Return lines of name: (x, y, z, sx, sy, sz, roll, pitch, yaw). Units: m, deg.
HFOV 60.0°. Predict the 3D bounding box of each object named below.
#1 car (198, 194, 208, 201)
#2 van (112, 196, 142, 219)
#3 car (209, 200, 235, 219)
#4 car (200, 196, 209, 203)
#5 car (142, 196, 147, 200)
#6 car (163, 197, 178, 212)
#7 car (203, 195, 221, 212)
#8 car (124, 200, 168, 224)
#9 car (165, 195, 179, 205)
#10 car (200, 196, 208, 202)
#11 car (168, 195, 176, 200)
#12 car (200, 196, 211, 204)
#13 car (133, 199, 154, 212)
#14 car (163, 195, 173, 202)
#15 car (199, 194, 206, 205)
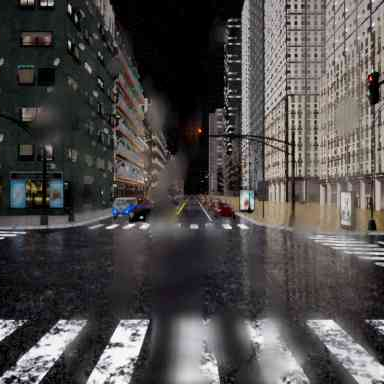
car: (2.737, 1.377, 83.725, 2.192, 1.841, 5.009, 0, 0, 0)
van: (-5.669, 1.352, 28.454, 1.690, 1.788, 3.998, 0, 0, 0)
car: (2.711, 1.593, 28.448, 1.802, 1.307, 4.206, 0, 0, 0)
car: (2.731, 1.593, 72.670, 1.887, 1.381, 4.507, 0, 0, 0)
car: (-5.666, 1.329, 33.981, 2.192, 1.841, 5.009, 0, 0, 0)
car: (-3.079, 1.579, 38.939, 1.994, 1.385, 4.181, 0, 0, 0)
car: (2.717, 1.457, 39.504, 1.967, 1.590, 4.097, 0, 0, 0)
car: (-3.300, 1.573, 24.755, 1.994, 1.385, 4.181, 0, 0, 4)
car: (-3.054, 1.629, 54.042, 1.895, 1.301, 4.718, 0, 0, 0)
car: (2.733, 1.637, 78.197, 1.802, 1.307, 4.206, 0, 0, 0)
car: (-5.640, 1.643, 94.785, 1.947, 1.339, 4.313, 0, 0, 0)
car: (2.728, 1.592, 67.142, 2.008, 1.369, 4.403, 0, 0, 0)
car: (-5.665, 1.562, 39.509, 1.887, 1.381, 4.507, 0, 0, 0)
car: (-5.647, 1.495, 78.202, 1.967, 1.590, 4.097, 0, 0, 0)
car: (2.724, 1.470, 56.087, 1.967, 1.590, 4.097, 0, 0, 0)
